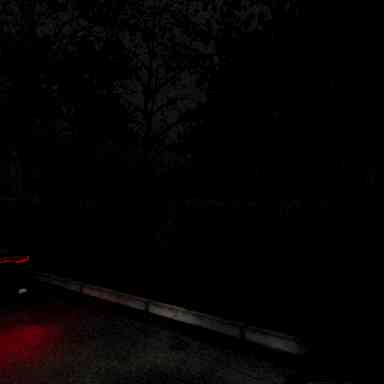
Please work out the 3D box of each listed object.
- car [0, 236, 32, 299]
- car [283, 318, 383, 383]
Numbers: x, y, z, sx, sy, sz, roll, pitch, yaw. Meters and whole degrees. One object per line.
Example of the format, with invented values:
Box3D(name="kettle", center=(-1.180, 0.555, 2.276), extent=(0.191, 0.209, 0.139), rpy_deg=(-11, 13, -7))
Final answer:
Box3D(name="car", center=(-5.563, 1.488, 7.395), extent=(5.008, 1.535, 1.882), rpy_deg=(0, 0, 36))
Box3D(name="car", center=(2.622, 1.351, 1.494), extent=(4.553, 1.767, 2.097), rpy_deg=(0, 0, 36))
